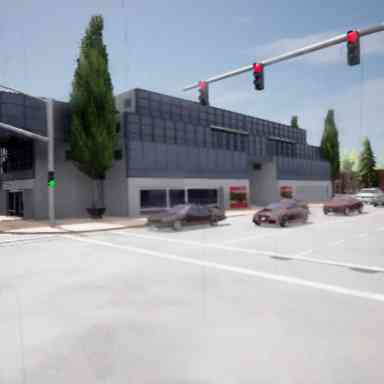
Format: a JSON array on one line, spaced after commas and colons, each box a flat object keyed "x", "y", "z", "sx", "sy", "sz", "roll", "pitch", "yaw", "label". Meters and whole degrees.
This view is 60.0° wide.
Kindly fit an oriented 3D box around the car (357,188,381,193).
[{"x": 22.732, "y": 0.570, "z": 42.745, "sx": 5.566, "sy": 2.045, "sz": 2.150, "roll": -1, "pitch": 0, "yaw": -44, "label": "car"}]

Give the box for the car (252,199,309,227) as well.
[{"x": 5.539, "y": 1.343, "z": 20.742, "sx": 4.181, "sy": 1.385, "sz": 1.994, "roll": -1, "pitch": 0, "yaw": -45, "label": "car"}]

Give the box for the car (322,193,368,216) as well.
[{"x": 12.675, "y": 1.088, "z": 27.855, "sx": 5.008, "sy": 1.535, "sz": 1.882, "roll": -1, "pitch": 0, "yaw": -45, "label": "car"}]

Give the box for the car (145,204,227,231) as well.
[{"x": -0.191, "y": 1.434, "z": 20.015, "sx": 5.357, "sy": 1.411, "sz": 2.033, "roll": -1, "pitch": 0, "yaw": -44, "label": "car"}]

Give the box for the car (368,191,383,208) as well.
[{"x": 21.439, "y": 0.903, "z": 36.556, "sx": 4.892, "sy": 1.490, "sz": 1.837, "roll": -4, "pitch": 2, "yaw": -45, "label": "car"}]

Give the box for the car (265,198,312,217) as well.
[{"x": 8.278, "y": 1.251, "z": 28.403, "sx": 4.181, "sy": 1.385, "sz": 1.994, "roll": -1, "pitch": 0, "yaw": -44, "label": "car"}]
